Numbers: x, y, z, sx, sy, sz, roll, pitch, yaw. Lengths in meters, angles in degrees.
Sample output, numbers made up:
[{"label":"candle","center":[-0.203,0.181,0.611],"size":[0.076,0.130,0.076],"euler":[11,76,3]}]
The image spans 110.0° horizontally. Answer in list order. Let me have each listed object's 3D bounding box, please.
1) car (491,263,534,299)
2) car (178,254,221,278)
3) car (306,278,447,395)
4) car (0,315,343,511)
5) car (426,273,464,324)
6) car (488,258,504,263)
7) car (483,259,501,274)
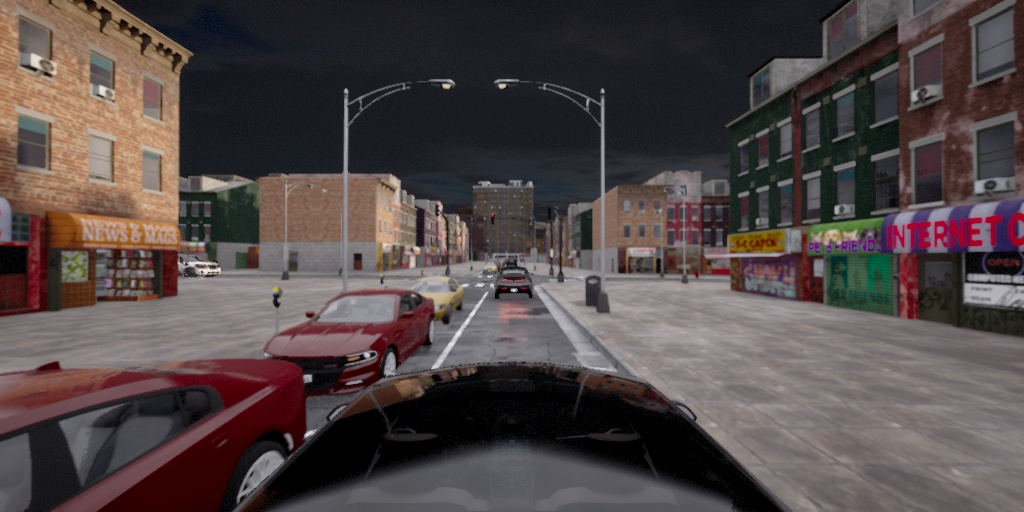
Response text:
[{"label":"car","center":[0.093,1.288,18.480],"size":[1.837,1.490,4.892],"euler":[0,0,0]},{"label":"car","center":[-27.118,0.844,29.293],"size":[5.566,2.045,2.150],"euler":[0,0,0]},{"label":"car","center":[-2.638,1.303,6.775],"size":[1.888,1.381,4.507],"euler":[0,0,0]},{"label":"car","center":[-2.637,1.294,1.280],"size":[1.888,1.381,4.507],"euler":[0,0,0]},{"label":"car","center":[-2.639,1.294,12.098],"size":[1.751,1.417,4.829],"euler":[0,0,0]},{"label":"car","center":[-2.646,1.194,49.668],"size":[2.192,1.841,5.009],"euler":[0,0,0]},{"label":"car","center":[-2.645,1.385,44.055],"size":[1.751,1.417,4.829],"euler":[0,0,0]}]
